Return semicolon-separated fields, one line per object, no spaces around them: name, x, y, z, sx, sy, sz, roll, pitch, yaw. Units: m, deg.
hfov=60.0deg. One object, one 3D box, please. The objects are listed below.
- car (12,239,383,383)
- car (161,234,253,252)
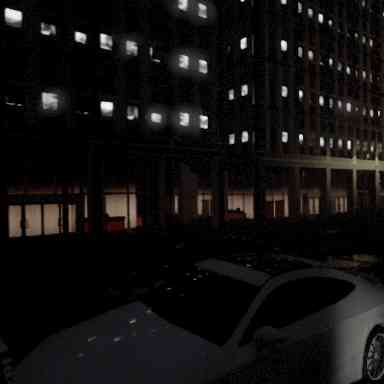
car;0.564;1.511;3.782;4.674;1.442;1.812;0;0;-36
car;0.266;1.558;6.759;4.206;1.307;1.802;0;0;-35
